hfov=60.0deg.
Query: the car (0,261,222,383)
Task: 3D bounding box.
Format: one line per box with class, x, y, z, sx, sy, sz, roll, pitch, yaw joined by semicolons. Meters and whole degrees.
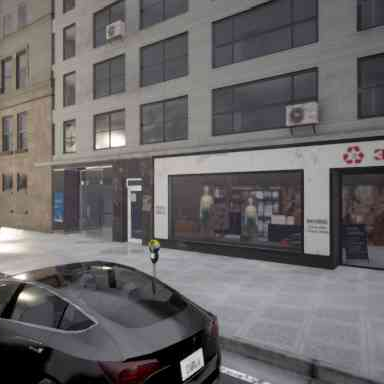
car;-1.684;1.566;4.176;4.313;1.339;1.947;0;0;36
